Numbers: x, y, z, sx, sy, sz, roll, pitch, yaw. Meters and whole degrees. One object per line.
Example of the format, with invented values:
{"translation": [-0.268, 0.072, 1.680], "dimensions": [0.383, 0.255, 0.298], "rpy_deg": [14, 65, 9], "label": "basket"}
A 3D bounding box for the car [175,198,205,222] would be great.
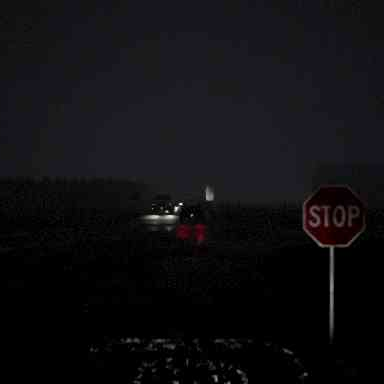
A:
{"translation": [-0.007, 1.494, 26.682], "dimensions": [2.128, 1.511, 4.902], "rpy_deg": [0, 0, 0], "label": "car"}

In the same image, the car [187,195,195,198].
{"translation": [-0.267, 1.619, 65.451], "dimensions": [2.033, 1.411, 5.357], "rpy_deg": [0, 0, 0], "label": "car"}

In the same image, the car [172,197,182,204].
{"translation": [-3.034, 1.680, 68.107], "dimensions": [1.895, 1.301, 4.718], "rpy_deg": [0, 0, 0], "label": "car"}

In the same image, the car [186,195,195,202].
{"translation": [-0.309, 1.474, 75.870], "dimensions": [2.128, 1.511, 4.902], "rpy_deg": [0, 0, 0], "label": "car"}

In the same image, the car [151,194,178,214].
{"translation": [-2.989, 1.232, 35.247], "dimensions": [2.150, 2.045, 5.566], "rpy_deg": [0, 0, 0], "label": "car"}
